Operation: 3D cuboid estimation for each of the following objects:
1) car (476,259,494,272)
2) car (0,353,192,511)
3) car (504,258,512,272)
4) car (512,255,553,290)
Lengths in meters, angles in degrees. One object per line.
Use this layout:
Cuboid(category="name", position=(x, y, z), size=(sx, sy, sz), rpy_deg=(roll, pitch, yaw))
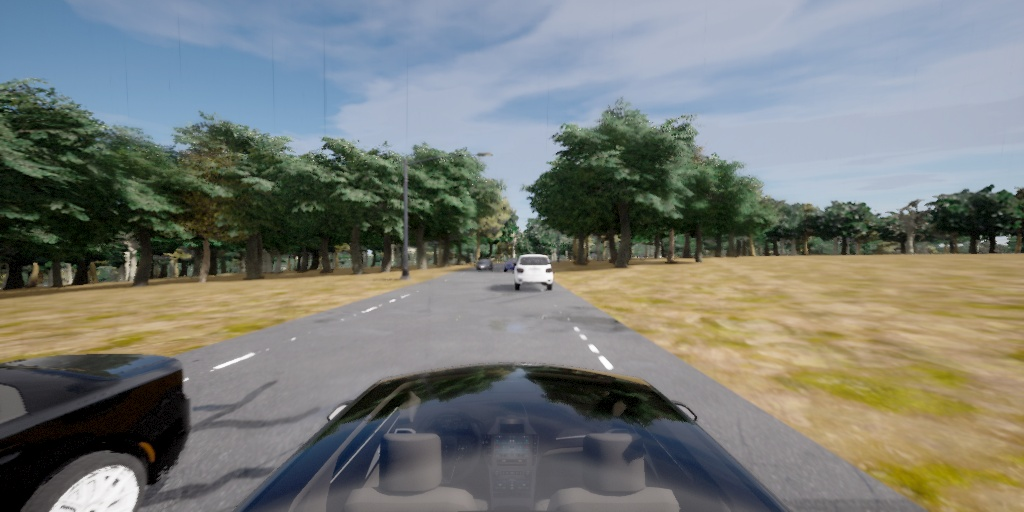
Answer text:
Cuboid(category="car", position=(-3.349, 1.124, 44.707), size=(2.128, 1.511, 4.902), rpy_deg=(0, 0, 3))
Cuboid(category="car", position=(-3.601, 1.228, 0.845), size=(1.882, 1.535, 5.008), rpy_deg=(0, 0, 0))
Cuboid(category="car", position=(0.209, 0.988, 43.600), size=(2.097, 1.767, 4.553), rpy_deg=(0, 0, 3))
Cuboid(category="car", position=(1.224, 0.940, 22.075), size=(2.150, 2.045, 5.566), rpy_deg=(0, 0, 0))
